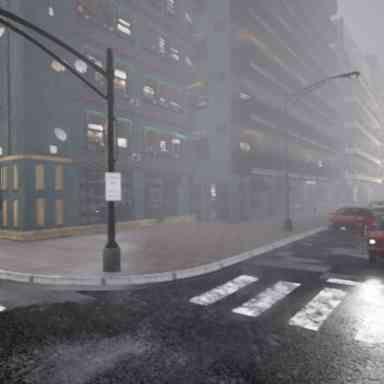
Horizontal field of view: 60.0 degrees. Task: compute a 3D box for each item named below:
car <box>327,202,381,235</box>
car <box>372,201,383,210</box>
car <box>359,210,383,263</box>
[{"bbox_3d":[8.431,1.450,17.472,1.887,1.381,4.507,-1,0,36],"label":"car"},{"bbox_3d":[14.447,1.376,25.589,2.008,1.369,4.403,-1,0,36],"label":"car"},{"bbox_3d":[7.113,1.507,11.090,1.895,1.301,4.718,-1,0,35],"label":"car"}]
